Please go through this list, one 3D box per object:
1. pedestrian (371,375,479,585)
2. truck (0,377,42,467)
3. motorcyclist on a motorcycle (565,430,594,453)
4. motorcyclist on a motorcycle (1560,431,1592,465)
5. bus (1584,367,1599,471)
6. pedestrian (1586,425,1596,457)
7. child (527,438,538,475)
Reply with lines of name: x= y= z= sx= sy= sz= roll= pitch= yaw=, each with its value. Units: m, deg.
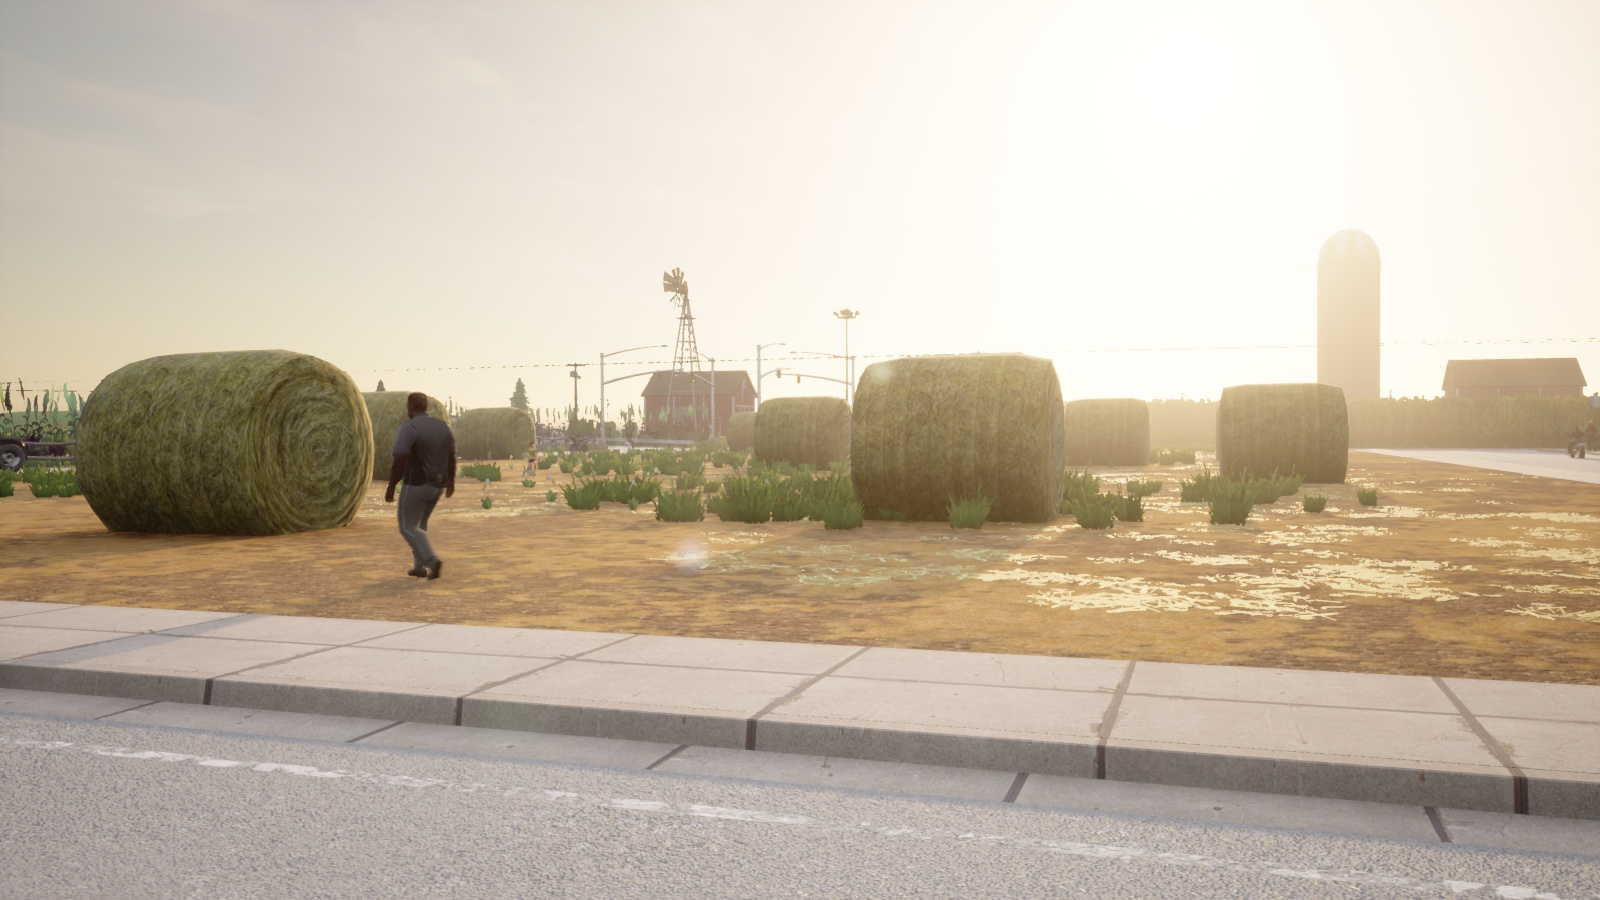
pedestrian: x=-3.510 y=0.263 z=11.740 sx=0.849 sy=1.883 sz=0.563 roll=1 pitch=1 yaw=36
truck: x=-32.851 y=-1.060 z=46.586 sx=2.891 sy=3.462 sz=7.936 roll=1 pitch=1 yaw=21
motorcyclist on a motorcycle: x=-14.661 y=-0.565 z=83.480 sx=0.866 sy=1.530 sz=2.191 roll=1 pitch=1 yaw=21
motorcyclist on a motorcycle: x=38.157 y=-0.096 z=61.788 sx=0.766 sy=1.649 sz=2.350 roll=1 pitch=1 yaw=18
bus: x=33.886 y=-1.223 z=48.249 sx=3.944 sy=4.253 sz=10.273 roll=0 pitch=1 yaw=18
pedestrian: x=45.090 y=-0.515 z=71.584 sx=0.331 sy=1.846 sz=0.636 roll=0 pitch=1 yaw=17
child: x=-8.169 y=0.187 z=38.357 sx=0.255 sy=1.110 sz=0.394 roll=0 pitch=1 yaw=-24
